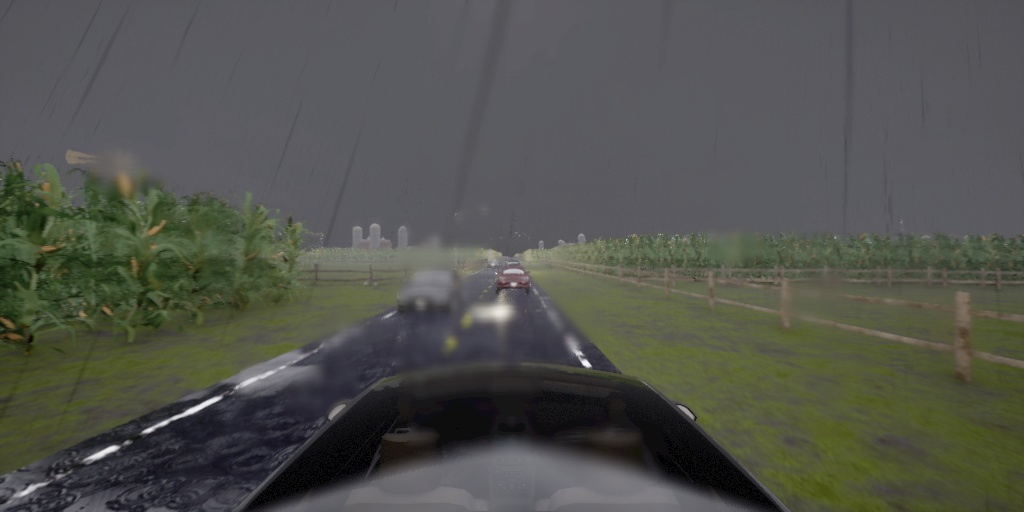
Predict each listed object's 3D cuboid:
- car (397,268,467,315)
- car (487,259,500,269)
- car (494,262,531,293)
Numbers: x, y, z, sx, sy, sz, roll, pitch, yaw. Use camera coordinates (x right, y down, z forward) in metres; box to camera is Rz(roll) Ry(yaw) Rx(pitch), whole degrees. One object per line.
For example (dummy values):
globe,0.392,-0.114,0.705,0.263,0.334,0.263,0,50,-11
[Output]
car,-2.859,1.253,13.678,1.837,1.490,4.892,0,0,0
car,-2.841,1.209,56.494,2.128,1.511,4.902,0,0,1
car,0.084,1.273,20.526,1.812,1.442,4.674,0,0,0
